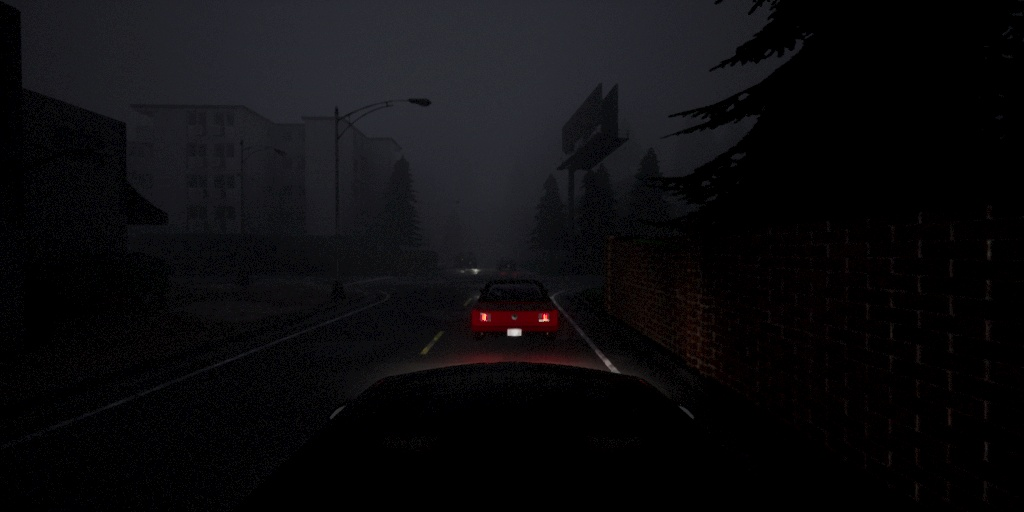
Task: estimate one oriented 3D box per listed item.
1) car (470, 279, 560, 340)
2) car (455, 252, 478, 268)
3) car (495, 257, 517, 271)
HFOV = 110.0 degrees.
[{"bbox_3d":[0.060,1.260,9.586,1.895,1.301,4.718,0,1,0],"label":"car"},{"bbox_3d":[-5.873,0.463,45.572,2.150,2.045,5.566,0,1,-18],"label":"car"},{"bbox_3d":[-0.708,0.838,39.549,1.812,1.442,4.674,0,1,-8],"label":"car"}]
